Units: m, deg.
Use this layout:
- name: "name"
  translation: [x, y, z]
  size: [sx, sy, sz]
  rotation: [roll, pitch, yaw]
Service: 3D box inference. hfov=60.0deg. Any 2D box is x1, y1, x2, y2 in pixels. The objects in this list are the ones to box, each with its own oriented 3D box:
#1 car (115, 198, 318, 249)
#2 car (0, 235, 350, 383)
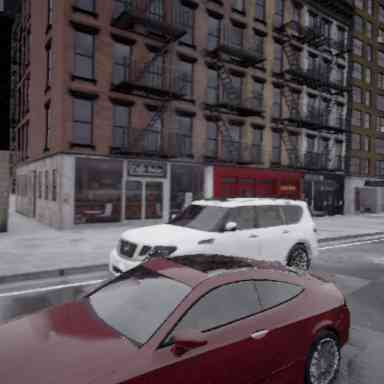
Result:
- name: "car"
  translation: [0.850, 1.179, 8.320]
  size: [5.566, 2.045, 2.150]
  rotation: [1, 0, -35]
- name: "car"
  translation: [-0.078, 1.495, 3.703]
  size: [4.674, 1.442, 1.812]
  rotation: [1, 0, -35]
